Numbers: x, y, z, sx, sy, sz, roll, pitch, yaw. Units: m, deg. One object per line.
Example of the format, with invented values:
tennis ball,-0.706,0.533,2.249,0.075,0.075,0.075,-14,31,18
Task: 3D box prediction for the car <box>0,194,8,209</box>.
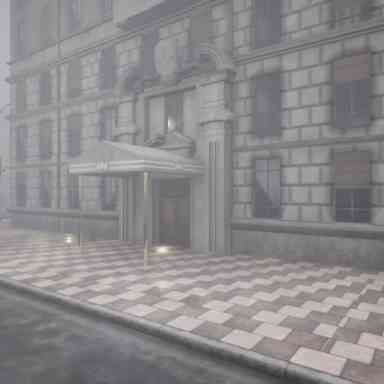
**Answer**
car,-26.766,1.221,42.717,2.150,2.045,5.566,0,0,35
